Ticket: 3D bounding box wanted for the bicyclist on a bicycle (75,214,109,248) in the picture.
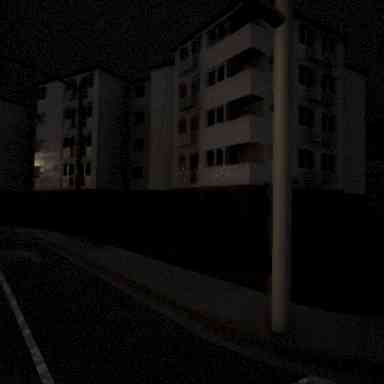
[{"bbox_3d":[-4.820,1.869,16.117,1.656,1.620,0.582,2,-3,-34],"label":"bicyclist on a bicycle"}]
